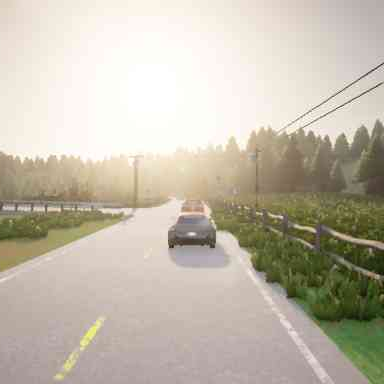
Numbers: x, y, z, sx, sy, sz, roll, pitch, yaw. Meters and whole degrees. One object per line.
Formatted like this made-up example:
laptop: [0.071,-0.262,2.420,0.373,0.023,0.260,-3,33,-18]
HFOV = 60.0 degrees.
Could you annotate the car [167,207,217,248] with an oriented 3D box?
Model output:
car: [0.000,1.569,14.650,1.994,1.385,4.181,0,0,0]

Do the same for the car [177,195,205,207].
car: [0.082,1.363,29.602,2.097,1.767,4.553,0,0,1]

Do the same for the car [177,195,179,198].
car: [-3.075,1.517,85.976,2.128,1.511,4.902,0,0,-2]
